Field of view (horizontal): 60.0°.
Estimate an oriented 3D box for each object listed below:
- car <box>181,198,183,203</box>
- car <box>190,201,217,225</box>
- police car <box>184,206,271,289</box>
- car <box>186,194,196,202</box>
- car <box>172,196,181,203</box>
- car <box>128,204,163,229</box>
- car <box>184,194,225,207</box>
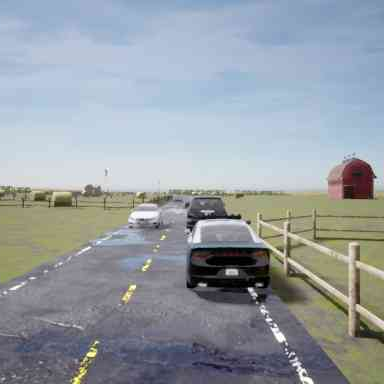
[{"bbox_3d":[-0.077,1.540,46.080,2.033,1.411,5.357,0,0,0],"label":"car"},{"bbox_3d":[0.766,1.502,25.230,1.837,1.490,4.892,0,0,0],"label":"car"},{"bbox_3d":[0.802,1.424,9.340,1.930,1.638,5.238,0,0,0],"label":"police car"},{"bbox_3d":[-0.163,1.257,71.673,2.097,1.767,4.553,0,0,0],"label":"car"},{"bbox_3d":[-2.905,1.547,68.051,1.994,1.385,4.181,0,0,0],"label":"car"},{"bbox_3d":[-2.900,1.524,21.710,1.812,1.442,4.674,0,0,0],"label":"car"},{"bbox_3d":[0.779,1.222,19.259,2.150,2.045,5.566,0,0,0],"label":"car"}]
